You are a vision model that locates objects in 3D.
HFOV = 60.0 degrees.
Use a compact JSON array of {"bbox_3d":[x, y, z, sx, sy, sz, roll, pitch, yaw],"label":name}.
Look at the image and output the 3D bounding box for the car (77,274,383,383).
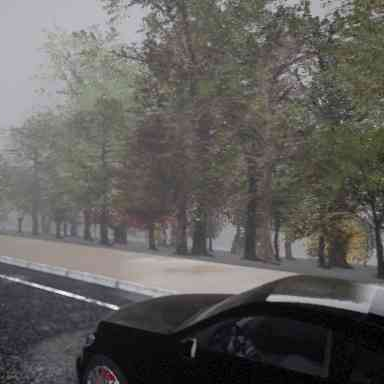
[{"bbox_3d":[0.947,1.537,3.011,4.674,1.442,1.812,-1,-1,36],"label":"car"}]
